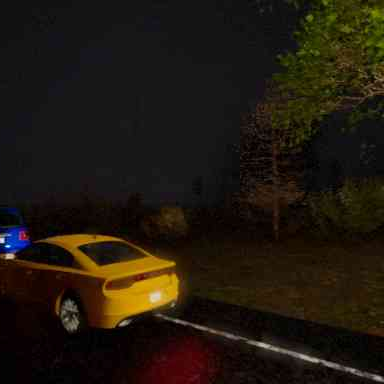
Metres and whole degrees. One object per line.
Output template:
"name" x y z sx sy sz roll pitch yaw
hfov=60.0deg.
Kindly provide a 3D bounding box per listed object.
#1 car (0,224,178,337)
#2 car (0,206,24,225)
"car" -2.594 1.643 7.081 5.008 1.535 1.882 -1 -2 37
"car" -7.420 1.454 10.702 5.566 2.045 2.150 -1 -2 37
